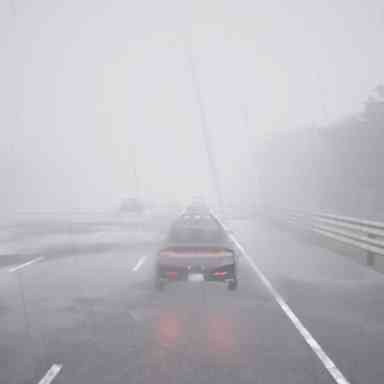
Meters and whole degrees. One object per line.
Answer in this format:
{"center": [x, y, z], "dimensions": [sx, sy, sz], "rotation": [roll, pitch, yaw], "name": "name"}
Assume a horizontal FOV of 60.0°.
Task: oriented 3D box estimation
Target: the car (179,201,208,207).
{"center": [0.390, 1.572, 23.097], "dimensions": [2.033, 1.411, 5.357], "rotation": [0, 0, 1], "name": "car"}

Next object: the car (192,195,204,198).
{"center": [0.837, 1.420, 48.257], "dimensions": [2.150, 2.045, 5.566], "rotation": [0, -1, 0], "name": "car"}

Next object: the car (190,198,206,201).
{"center": [0.690, 1.661, 34.564], "dimensions": [1.994, 1.385, 4.181], "rotation": [0, 0, 1], "name": "car"}

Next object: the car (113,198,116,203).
{"center": [-16.822, 1.865, 76.493], "dimensions": [1.994, 1.385, 4.181], "rotation": [0, 0, 0], "name": "car"}

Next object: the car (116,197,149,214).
{"center": [-6.295, 1.415, 35.595], "dimensions": [2.097, 1.767, 4.553], "rotation": [0, 0, 1], "name": "car"}

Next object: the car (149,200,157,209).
{"center": [-6.167, 1.758, 48.603], "dimensions": [1.895, 1.301, 4.718], "rotation": [0, -1, 1], "name": "car"}

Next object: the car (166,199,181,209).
{"center": [-2.670, 1.722, 47.789], "dimensions": [2.033, 1.411, 5.357], "rotation": [0, 0, 0], "name": "car"}

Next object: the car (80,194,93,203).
{"center": [-23.819, 1.490, 76.416], "dimensions": [2.150, 2.045, 5.566], "rotation": [0, 0, 0], "name": "car"}

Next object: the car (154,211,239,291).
{"center": [0.123, 1.474, 8.935], "dimensions": [2.128, 1.511, 4.902], "rotation": [0, 0, 1], "name": "car"}

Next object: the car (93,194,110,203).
{"center": [-20.319, 1.513, 76.441], "dimensions": [2.150, 2.045, 5.566], "rotation": [0, 0, 0], "name": "car"}

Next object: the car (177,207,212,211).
{"center": [0.231, 1.592, 15.122], "dimensions": [1.895, 1.301, 4.718], "rotation": [0, 0, 1], "name": "car"}
